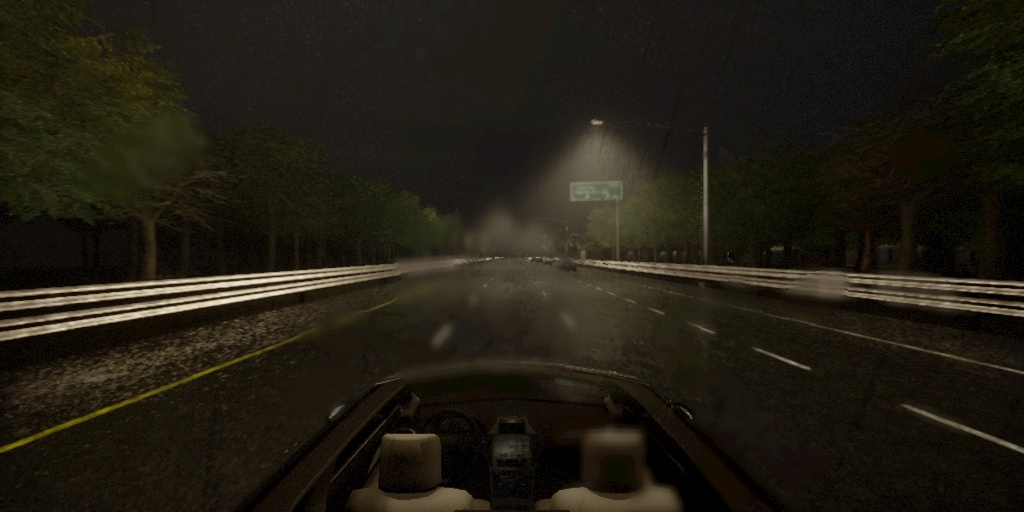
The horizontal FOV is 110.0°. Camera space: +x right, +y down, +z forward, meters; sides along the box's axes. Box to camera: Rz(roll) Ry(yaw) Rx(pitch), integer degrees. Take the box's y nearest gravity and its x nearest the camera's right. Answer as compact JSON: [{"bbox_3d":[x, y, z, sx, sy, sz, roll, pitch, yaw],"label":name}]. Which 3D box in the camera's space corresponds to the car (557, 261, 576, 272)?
[{"bbox_3d":[7.092,1.294,46.801,1.994,1.385,4.181,0,0,0],"label":"car"}]
